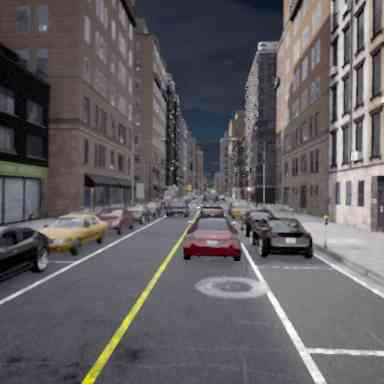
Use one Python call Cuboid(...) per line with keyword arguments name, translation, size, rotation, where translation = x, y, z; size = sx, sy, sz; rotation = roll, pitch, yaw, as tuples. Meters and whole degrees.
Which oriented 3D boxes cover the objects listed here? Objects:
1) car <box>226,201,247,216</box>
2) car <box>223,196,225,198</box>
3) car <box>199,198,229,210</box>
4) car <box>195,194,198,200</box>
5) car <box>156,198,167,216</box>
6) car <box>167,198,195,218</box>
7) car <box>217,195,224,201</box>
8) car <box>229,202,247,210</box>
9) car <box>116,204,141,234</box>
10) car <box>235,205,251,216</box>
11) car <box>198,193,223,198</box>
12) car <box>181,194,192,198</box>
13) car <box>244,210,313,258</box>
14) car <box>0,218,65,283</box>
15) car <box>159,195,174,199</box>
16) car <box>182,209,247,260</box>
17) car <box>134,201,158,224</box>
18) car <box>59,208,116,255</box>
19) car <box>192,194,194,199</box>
Cuboid(name="car", translation=(4.581, 1.656, 34.456), size=(1.802, 1.307, 4.206), rotation=(1, 0, 3))
Cuboid(name="car", translation=(7.385, 1.554, 82.614), size=(1.967, 1.590, 4.097), rotation=(1, 0, 3))
Cuboid(name="car", translation=(1.628, 1.530, 27.410), size=(2.128, 1.511, 4.902), rotation=(1, 0, 3))
Cuboid(name="car", translation=(0.007, 1.593, 93.977), size=(1.947, 1.339, 4.313), rotation=(1, 0, 3))
Cuboid(name="car", translation=(-3.744, 1.528, 29.528), size=(2.008, 1.369, 4.403), rotation=(1, 0, 3))
Cuboid(name="car", translation=(-1.146, 1.555, 30.160), size=(2.033, 1.411, 5.357), rotation=(1, 0, 4))
Cuboid(name="car", translation=(8.019, 1.559, 93.505), size=(1.967, 1.590, 4.097), rotation=(1, 0, 3))
Cuboid(name="car", translation=(4.277, 1.595, 29.222), size=(1.752, 1.417, 4.829), rotation=(1, 0, 3))
Cuboid(name="car", translation=(-4.373, 1.548, 18.720), size=(1.802, 1.307, 4.206), rotation=(1, 0, 3))
Cuboid(name="car", translation=(3.638, 1.623, 18.244), size=(1.947, 1.339, 4.313), rotation=(1, 0, 3))
Cuboid(name="car", translation=(2.203, 1.270, 38.890), size=(2.150, 2.045, 5.566), rotation=(1, 0, 3))
Cuboid(name="car", translation=(-1.577, 1.562, 66.753), size=(2.008, 1.369, 4.403), rotation=(1, 0, 3))
Cuboid(name="car", translation=(3.323, 1.616, 12.841), size=(1.947, 1.339, 4.313), rotation=(1, 0, 3))
Cuboid(name="car", translation=(-5.002, 1.515, 7.913), size=(1.947, 1.339, 4.313), rotation=(1, 0, 3))
Cuboid(name="car", translation=(-3.112, 1.302, 40.334), size=(2.192, 1.841, 5.009), rotation=(1, 0, 3))
Cuboid(name="car", translation=(0.765, 1.584, 12.608), size=(1.994, 1.385, 4.181), rotation=(1, 0, 3))
Cuboid(name="car", translation=(-4.058, 1.523, 24.124), size=(2.008, 1.369, 4.403), rotation=(1, 0, 3))
Cuboid(name="car", translation=(-4.697, 1.483, 13.146), size=(1.752, 1.417, 4.829), rotation=(1, 0, 3))
Cuboid(name="car", translation=(-1.260, 1.560, 72.198), size=(1.887, 1.381, 4.507), rotation=(1, 0, 3))
